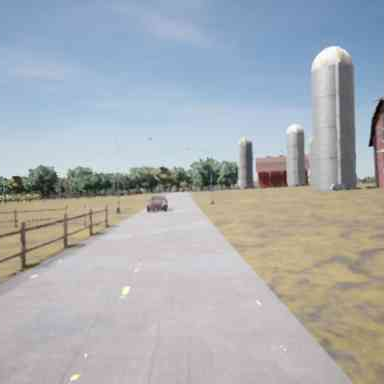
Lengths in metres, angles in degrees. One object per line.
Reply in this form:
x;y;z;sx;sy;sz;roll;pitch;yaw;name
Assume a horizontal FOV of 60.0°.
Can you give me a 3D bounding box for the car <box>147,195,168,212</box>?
-3.693;1.132;36.021;2.097;1.767;4.553;-1;1;-2;car
